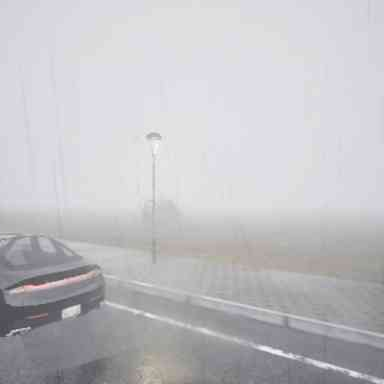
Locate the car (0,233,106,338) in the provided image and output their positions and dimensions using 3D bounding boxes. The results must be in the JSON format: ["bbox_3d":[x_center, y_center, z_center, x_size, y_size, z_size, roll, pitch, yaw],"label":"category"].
[{"bbox_3d":[-3.705,1.525,6.229,4.902,1.511,2.128,0,0,36],"label":"car"}]
